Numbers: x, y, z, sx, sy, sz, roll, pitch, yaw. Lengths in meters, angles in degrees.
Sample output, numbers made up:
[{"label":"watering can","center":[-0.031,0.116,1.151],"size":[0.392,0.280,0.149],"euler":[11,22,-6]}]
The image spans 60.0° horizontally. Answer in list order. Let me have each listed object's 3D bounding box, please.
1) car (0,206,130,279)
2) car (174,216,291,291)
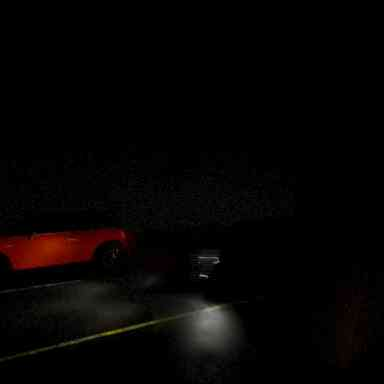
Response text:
[{"label":"car","center":[-4.161,1.321,9.335],"size":[4.553,1.767,2.097],"euler":[0,0,-33]},{"label":"car","center":[1.916,1.449,9.044],"size":[5.008,1.535,1.882],"euler":[0,0,-30]}]
